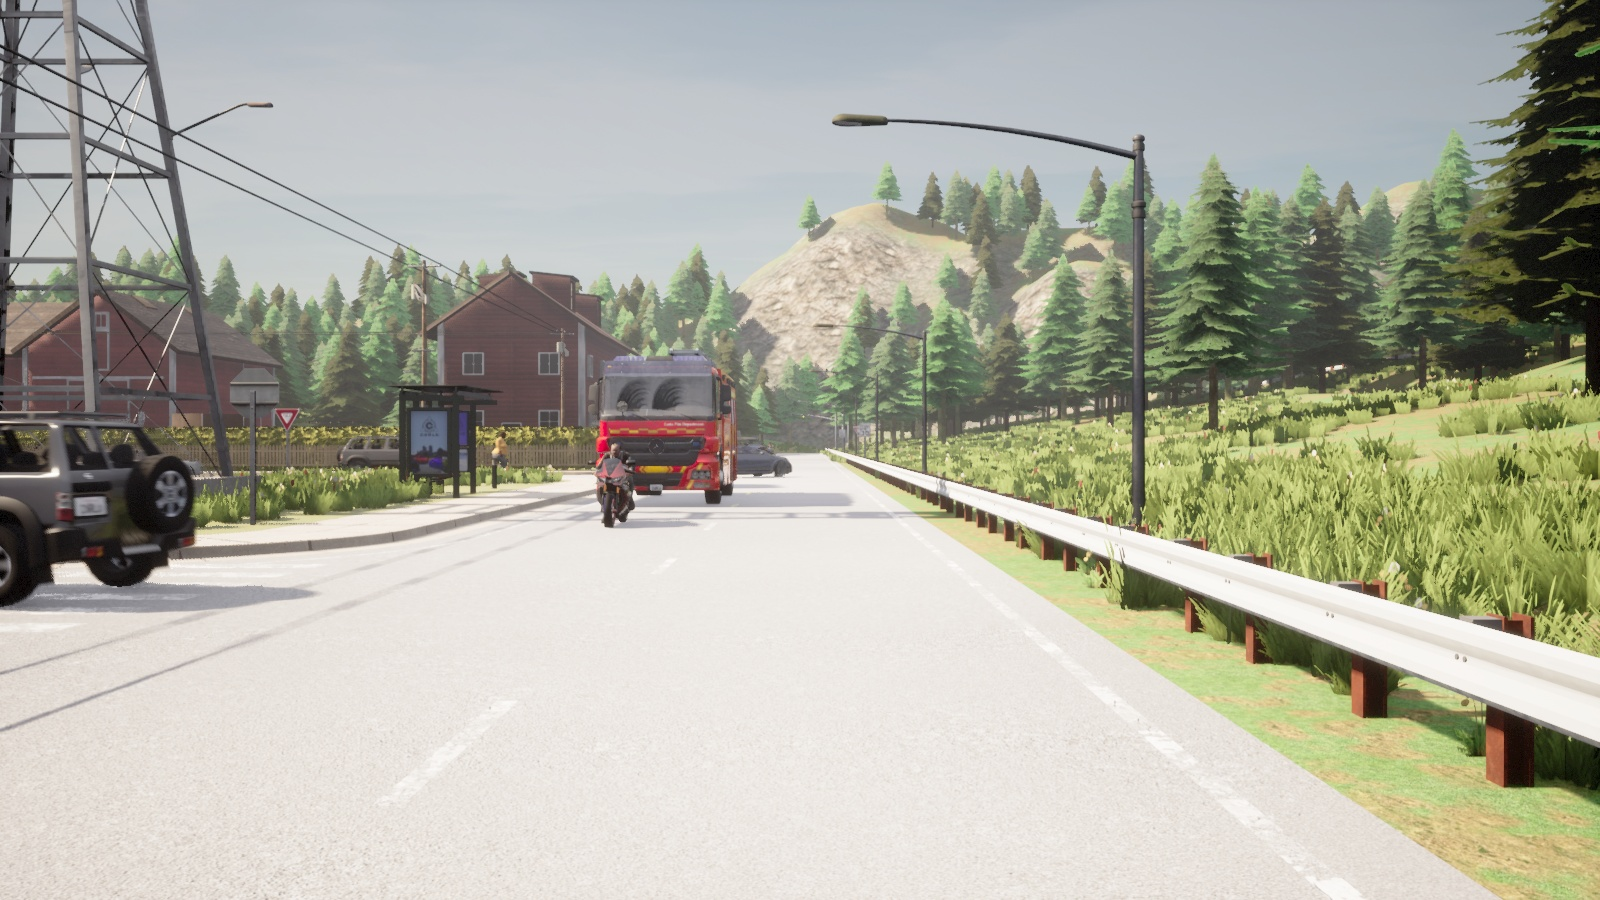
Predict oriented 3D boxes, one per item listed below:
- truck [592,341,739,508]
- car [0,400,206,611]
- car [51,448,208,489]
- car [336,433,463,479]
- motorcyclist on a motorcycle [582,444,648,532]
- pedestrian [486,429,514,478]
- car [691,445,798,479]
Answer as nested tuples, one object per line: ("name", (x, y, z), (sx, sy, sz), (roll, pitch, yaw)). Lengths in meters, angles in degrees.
("truck", (-3.289, -0.608, 32.964), (2.891, 3.827, 8.468), (0, 0, 0))
("car", (-8.552, 0.486, 12.354), (4.605, 1.855, 1.932), (0, 0, 9))
("car", (-22.666, 0.586, 42.660), (1.895, 1.301, 4.718), (0, 0, 18))
("car", (-16.449, 0.255, 51.721), (4.605, 1.855, 1.932), (0, 0, 0))
("motorcyclist on a motorcycle", (-3.349, 0.648, 22.924), (0.866, 1.530, 2.191), (0, 0, 0))
("pedestrian", (-11.431, 0.120, 47.919), (0.900, 1.855, 0.874), (0, 0, -3))
("car", (-2.363, 0.500, 54.068), (4.181, 1.385, 1.994), (0, 0, -34))
